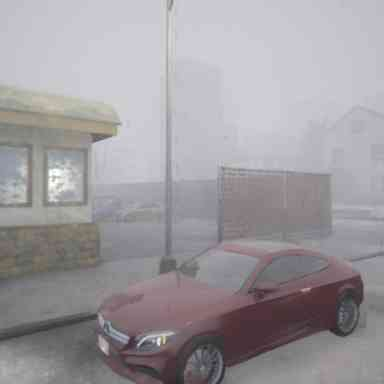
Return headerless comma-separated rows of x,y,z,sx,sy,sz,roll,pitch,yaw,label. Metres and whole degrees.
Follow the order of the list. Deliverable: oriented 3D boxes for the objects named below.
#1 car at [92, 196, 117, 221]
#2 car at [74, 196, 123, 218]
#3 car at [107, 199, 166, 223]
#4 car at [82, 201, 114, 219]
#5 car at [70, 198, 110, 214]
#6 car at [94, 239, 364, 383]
-6.168,1.381,26.641,4.611,1.667,2.242,0,0,-36,car
-8.457,1.276,30.280,3.866,1.878,1.905,0,0,-36,car
-3.724,1.451,24.490,4.193,1.474,1.816,0,0,-36,car
-7.904,1.483,28.018,2.207,1.379,1.481,0,0,-36,car
-10.678,1.450,34.982,3.633,1.501,1.845,0,0,-36,car
0.880,1.537,5.211,4.674,1.442,1.812,0,0,-35,car
